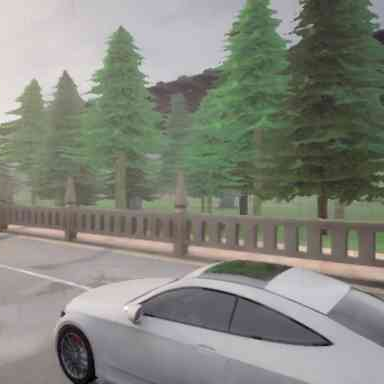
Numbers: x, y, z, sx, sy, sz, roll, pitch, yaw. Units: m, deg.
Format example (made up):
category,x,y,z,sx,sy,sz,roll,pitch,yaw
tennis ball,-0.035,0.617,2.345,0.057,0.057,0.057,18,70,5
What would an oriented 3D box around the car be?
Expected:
category,x,y,z,sx,sy,sz,roll,pitch,yaw
car,0.404,1.526,3.700,4.674,1.442,1.812,0,0,36
